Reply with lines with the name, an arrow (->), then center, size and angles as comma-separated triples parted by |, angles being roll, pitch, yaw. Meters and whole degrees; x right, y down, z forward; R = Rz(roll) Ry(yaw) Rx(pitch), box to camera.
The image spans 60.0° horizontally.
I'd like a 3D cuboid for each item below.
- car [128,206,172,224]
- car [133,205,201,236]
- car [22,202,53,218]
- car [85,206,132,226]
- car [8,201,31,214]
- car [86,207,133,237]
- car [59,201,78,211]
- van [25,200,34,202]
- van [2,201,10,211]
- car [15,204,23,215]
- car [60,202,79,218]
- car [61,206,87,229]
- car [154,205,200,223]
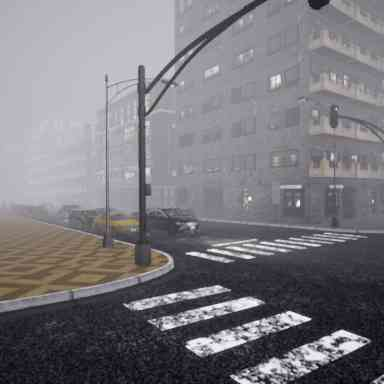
car -> -3.796, 1.958, 29.321 | 1.994, 1.385, 4.181 | -1, -1, -37
car -> -1.416, 1.775, 20.649 | 2.128, 1.511, 4.902 | -1, -1, -36
car -> -18.237, 2.261, 39.153 | 1.887, 1.381, 4.507 | -2, 0, -36
car -> -7.274, 1.994, 28.622 | 2.033, 1.411, 5.357 | -1, -1, -37
car -> -24.933, 2.449, 48.265 | 1.887, 1.381, 4.507 | -2, 0, -36
car -> -4.747, 1.865, 20.792 | 1.752, 1.417, 4.829 | -2, 0, -36
car -> -21.532, 2.366, 57.785 | 1.967, 1.590, 4.097 | -2, 0, -36
van -> -41.621, 2.831, 85.123 | 1.690, 1.788, 3.998 | -2, 0, -36
van -> -31.634, 2.432, 57.378 | 1.690, 1.788, 3.998 | -2, 0, -36
car -> -21.584, 2.392, 43.709 | 1.802, 1.307, 4.206 | -2, 0, -36
car -> -13.230, 2.118, 36.751 | 1.837, 1.490, 4.892 | -1, -1, -36
car -> -8.194, 2.002, 25.484 | 1.947, 1.339, 4.313 | -2, 0, -36
car -> -1.443, 1.915, 30.447 | 2.008, 1.369, 4.403 | -2, 0, -36
